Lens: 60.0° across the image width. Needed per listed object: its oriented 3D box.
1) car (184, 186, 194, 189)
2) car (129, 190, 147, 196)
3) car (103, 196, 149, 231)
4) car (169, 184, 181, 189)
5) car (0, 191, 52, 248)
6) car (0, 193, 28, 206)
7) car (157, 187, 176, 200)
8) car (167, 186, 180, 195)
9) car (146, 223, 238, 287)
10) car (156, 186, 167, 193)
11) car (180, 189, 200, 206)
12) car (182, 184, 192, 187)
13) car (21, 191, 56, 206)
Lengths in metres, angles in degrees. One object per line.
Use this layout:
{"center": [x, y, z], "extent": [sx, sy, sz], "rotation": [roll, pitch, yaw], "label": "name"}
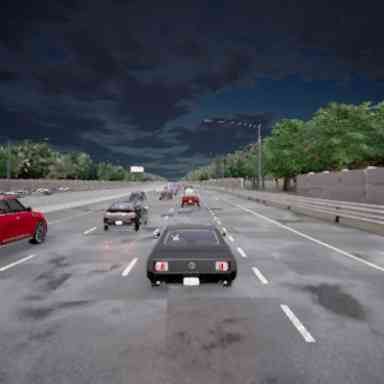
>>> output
{"center": [-0.438, 0.154, 60.093], "extent": [1.812, 1.442, 4.674], "rotation": [0, 2, -1], "label": "car"}
{"center": [-7.256, 0.553, 44.860], "extent": [1.837, 1.490, 4.892], "rotation": [0, 2, -1], "label": "car"}
{"center": [-3.551, 1.220, 18.503], "extent": [2.128, 1.511, 4.902], "rotation": [0, 1, 0], "label": "car"}
{"center": [-4.334, -0.564, 84.878], "extent": [1.882, 1.535, 5.008], "rotation": [0, 2, -1], "label": "car"}
{"center": [-7.020, 1.091, 11.326], "extent": [2.150, 2.045, 5.566], "rotation": [0, 1, 0], "label": "car"}
{"center": [-21.272, 0.825, 38.947], "extent": [1.895, 1.301, 4.718], "rotation": [0, 2, 0], "label": "car"}
{"center": [-3.826, 0.376, 51.275], "extent": [1.837, 1.490, 4.892], "rotation": [0, 2, -1], "label": "car"}
{"center": [-4.051, 0.018, 68.084], "extent": [1.895, 1.301, 4.718], "rotation": [0, 2, -1], "label": "car"}
{"center": [-0.011, 1.496, 8.956], "extent": [1.895, 1.301, 4.718], "rotation": [0, 1, 0], "label": "car"}
{"center": [-7.791, -0.376, 82.484], "extent": [1.895, 1.301, 4.718], "rotation": [0, 2, -1], "label": "car"}
{"center": [-0.179, 0.728, 36.917], "extent": [1.882, 1.535, 5.008], "rotation": [0, 2, -1], "label": "car"}
{"center": [-0.777, -0.734, 81.720], "extent": [2.150, 2.045, 5.566], "rotation": [0, 2, -1], "label": "car"}
{"center": [-17.772, 0.728, 38.816], "extent": [1.837, 1.490, 4.892], "rotation": [0, 2, 0], "label": "car"}
